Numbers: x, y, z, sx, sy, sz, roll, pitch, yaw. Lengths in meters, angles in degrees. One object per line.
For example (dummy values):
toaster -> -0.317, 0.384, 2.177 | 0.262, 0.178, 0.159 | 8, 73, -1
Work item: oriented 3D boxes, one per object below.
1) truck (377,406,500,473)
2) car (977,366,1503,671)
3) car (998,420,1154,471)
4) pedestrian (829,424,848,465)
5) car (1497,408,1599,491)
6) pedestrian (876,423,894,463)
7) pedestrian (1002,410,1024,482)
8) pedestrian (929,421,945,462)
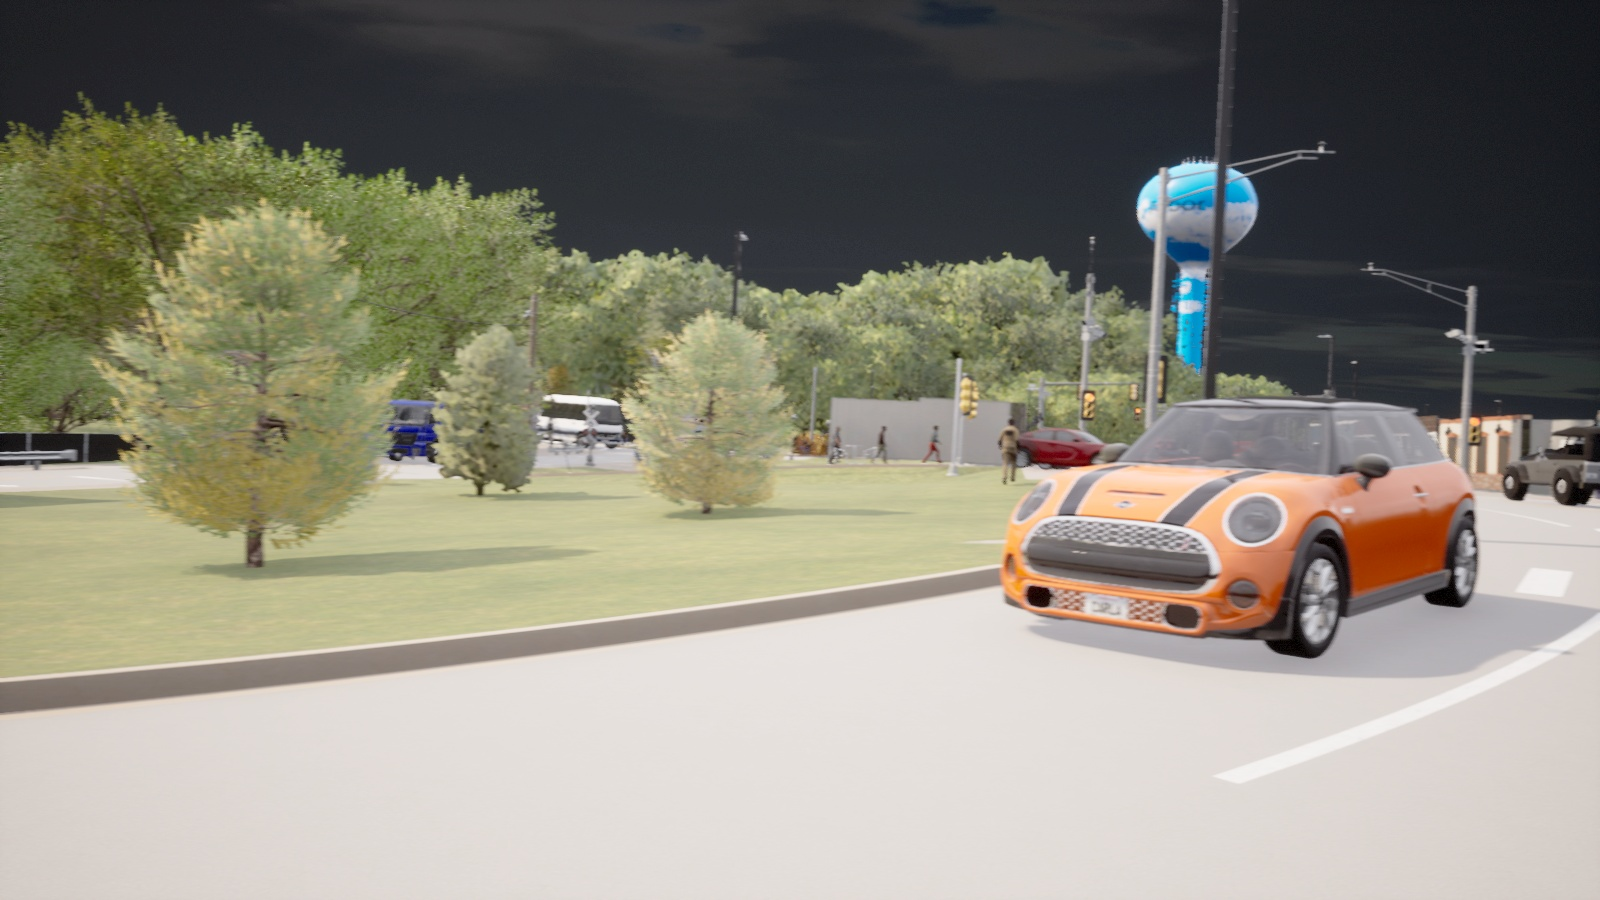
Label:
truck -> -20.166, -0.610, 70.566 | 2.891, 3.462, 7.936 | 2, 1, 15
car -> 3.556, 0.304, 9.615 | 2.097, 1.767, 4.553 | 2, 3, 44
car -> 9.657, -0.186, 44.198 | 5.008, 1.535, 1.882 | 3, 0, 42
pedestrian -> 1.772, -0.247, 57.511 | 0.694, 1.848, 0.540 | 2, 0, 17
car -> 18.827, 0.002, 30.307 | 1.905, 1.878, 3.866 | 2, 1, 2
pedestrian -> 3.921, -0.331, 58.046 | 0.703, 1.840, 0.431 | 2, 0, 9
pedestrian -> 5.779, -0.108, 34.034 | 0.396, 1.930, 0.692 | 2, 0, 22
pedestrian -> 6.162, -0.379, 56.541 | 0.614, 1.847, 0.353 | 2, 0, 12
